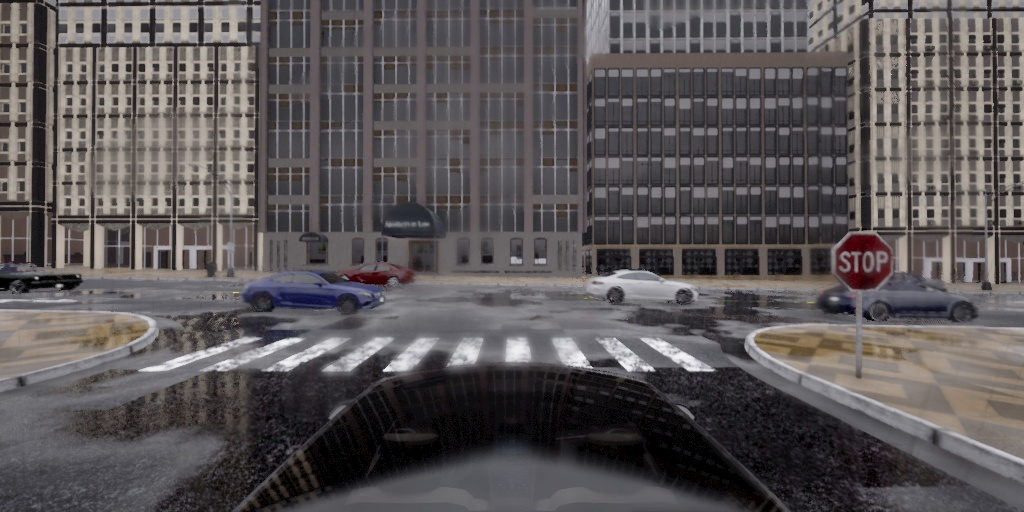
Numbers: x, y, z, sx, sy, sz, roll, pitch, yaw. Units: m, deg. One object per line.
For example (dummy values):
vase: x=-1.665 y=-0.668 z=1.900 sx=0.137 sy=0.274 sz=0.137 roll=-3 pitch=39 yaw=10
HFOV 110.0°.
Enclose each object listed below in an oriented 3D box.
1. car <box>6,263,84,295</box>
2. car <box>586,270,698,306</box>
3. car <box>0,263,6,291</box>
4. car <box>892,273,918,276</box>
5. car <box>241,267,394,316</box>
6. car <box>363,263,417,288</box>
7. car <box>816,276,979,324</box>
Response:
car: x=-22.518 y=0.989 z=16.127 sx=4.718 sy=1.301 sz=1.895 roll=1 pitch=-1 yaw=1
car: x=5.655 y=1.339 z=15.828 sx=4.674 sy=1.442 sz=1.812 roll=1 pitch=-1 yaw=1
car: x=-22.236 y=0.853 z=12.875 sx=4.902 sy=1.511 sz=2.128 roll=1 pitch=-1 yaw=1
car: x=23.603 y=1.747 z=22.353 sx=5.357 sy=1.411 sz=2.033 roll=1 pitch=-1 yaw=1
car: x=-6.939 y=1.231 z=12.724 sx=4.674 sy=1.442 sz=1.812 roll=1 pitch=-1 yaw=1
car: x=-8.599 y=1.163 z=22.676 sx=5.008 sy=1.535 sz=1.882 roll=1 pitch=0 yaw=1
car: x=13.228 y=1.500 z=12.477 sx=4.181 sy=1.385 sz=1.994 roll=1 pitch=-1 yaw=0
